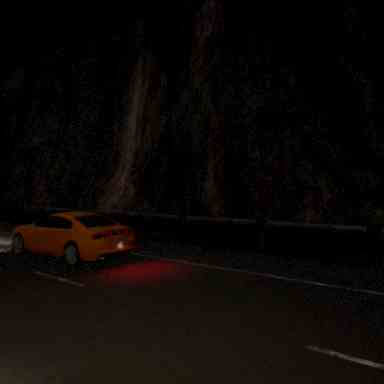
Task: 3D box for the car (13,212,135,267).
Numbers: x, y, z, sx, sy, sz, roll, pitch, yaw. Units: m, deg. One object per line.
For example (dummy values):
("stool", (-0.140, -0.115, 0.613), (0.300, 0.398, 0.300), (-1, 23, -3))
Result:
("car", (-4.126, 1.411, 11.254), (5.008, 1.535, 1.882), (1, 0, 36))
